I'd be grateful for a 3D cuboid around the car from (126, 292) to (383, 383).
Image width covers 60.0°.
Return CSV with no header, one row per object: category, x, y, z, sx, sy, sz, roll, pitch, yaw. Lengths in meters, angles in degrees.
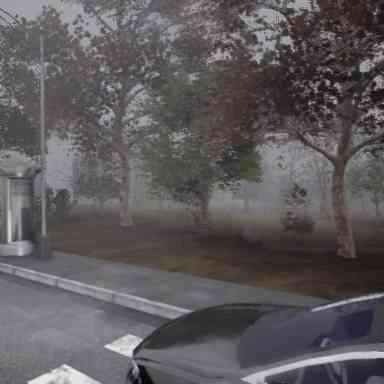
car,1.631,1.494,2.213,4.902,1.511,2.128,0,0,35
